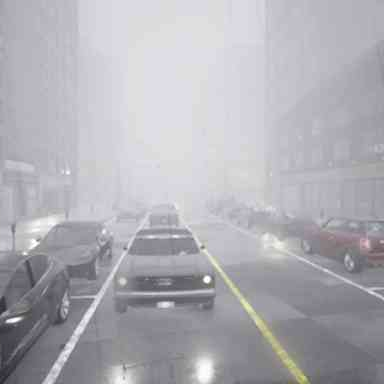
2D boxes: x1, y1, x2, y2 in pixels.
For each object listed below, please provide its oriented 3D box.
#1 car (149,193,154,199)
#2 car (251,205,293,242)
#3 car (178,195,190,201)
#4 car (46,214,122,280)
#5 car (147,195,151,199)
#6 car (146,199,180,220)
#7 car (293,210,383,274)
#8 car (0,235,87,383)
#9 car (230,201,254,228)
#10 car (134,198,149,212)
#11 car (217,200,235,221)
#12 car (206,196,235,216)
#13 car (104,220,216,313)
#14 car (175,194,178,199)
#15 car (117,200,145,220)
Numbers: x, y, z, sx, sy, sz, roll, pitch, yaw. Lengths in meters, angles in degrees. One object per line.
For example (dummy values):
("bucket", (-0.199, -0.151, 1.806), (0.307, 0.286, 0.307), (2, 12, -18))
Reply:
("car", (-11.468, 1.455, 92.119), (1.967, 1.590, 4.097), (0, 0, -6))
("car", (4.579, 1.546, 16.152), (2.008, 1.369, 4.403), (0, 0, -5))
("car", (-1.719, 1.445, 81.836), (1.967, 1.590, 4.097), (0, 0, -6))
("car", (-3.407, 1.563, 9.862), (1.947, 1.339, 4.313), (0, 0, -5))
("car", (-5.925, 1.431, 37.372), (1.967, 1.590, 4.097), (0, 0, -5))
("car", (-1.870, 1.472, 22.334), (1.882, 1.535, 5.008), (0, 0, -5))
("car", (5.082, 1.437, 10.651), (1.967, 1.590, 4.097), (0, 0, -5))
("car", (-2.904, 1.565, 4.360), (1.947, 1.339, 4.313), (0, 0, -5))
("car", (4.075, 1.544, 21.653), (2.008, 1.369, 4.403), (0, 0, -5))
("car", (-5.422, 1.558, 31.870), (1.947, 1.339, 4.313), (0, 0, -5))
("car", (3.572, 1.558, 27.153), (1.947, 1.339, 4.313), (0, 0, -5))
("car", (3.069, 1.306, 32.654), (2.192, 1.841, 5.009), (0, 0, -5))
("car", (-0.651, 1.599, 7.828), (1.895, 1.301, 4.718), (0, 0, -5))
("car", (-2.997, 1.595, 93.074), (1.802, 1.307, 4.206), (0, 0, -6))
("car", (-4.918, 1.575, 26.368), (1.802, 1.307, 4.206), (0, 0, -5))
